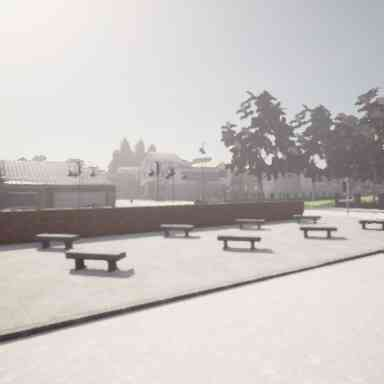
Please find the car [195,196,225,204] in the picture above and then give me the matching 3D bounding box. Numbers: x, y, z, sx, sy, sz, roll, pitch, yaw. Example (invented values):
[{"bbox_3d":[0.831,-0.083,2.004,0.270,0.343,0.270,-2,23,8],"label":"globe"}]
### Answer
[{"bbox_3d":[2.352,1.306,43.576,2.128,1.511,4.902,0,0,-35],"label":"car"}]
